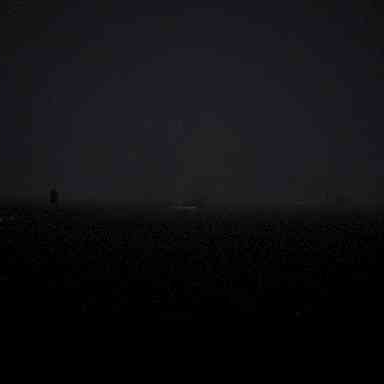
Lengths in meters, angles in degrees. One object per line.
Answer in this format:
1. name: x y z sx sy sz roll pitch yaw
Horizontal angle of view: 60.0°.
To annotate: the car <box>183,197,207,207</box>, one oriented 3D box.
1. car: 0.533 1.628 51.820 1.837 1.490 4.892 2 2 36
